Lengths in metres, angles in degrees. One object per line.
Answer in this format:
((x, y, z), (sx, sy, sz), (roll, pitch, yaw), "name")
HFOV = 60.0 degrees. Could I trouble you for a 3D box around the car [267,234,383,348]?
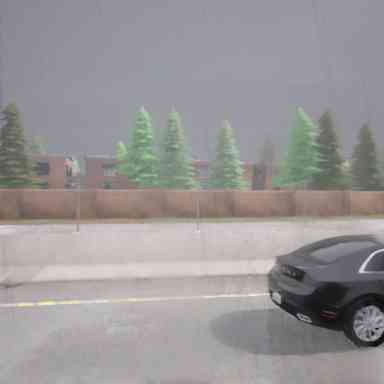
((3.813, 1.546, 5.951), (4.892, 1.490, 1.837), (1, 0, -9), "car")
